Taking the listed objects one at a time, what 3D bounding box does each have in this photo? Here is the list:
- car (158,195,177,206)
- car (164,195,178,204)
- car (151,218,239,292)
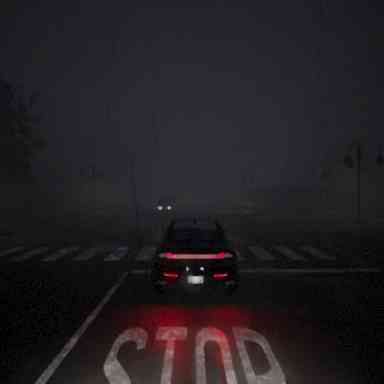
[{"bbox_3d":[-3.653,1.269,47.087,2.033,1.411,5.357,0,0,1],"label":"car"},{"bbox_3d":[-3.659,1.204,58.146,2.033,1.411,5.357,0,0,0],"label":"car"},{"bbox_3d":[0.070,1.439,8.748,2.128,1.511,4.902,0,0,0],"label":"car"}]
